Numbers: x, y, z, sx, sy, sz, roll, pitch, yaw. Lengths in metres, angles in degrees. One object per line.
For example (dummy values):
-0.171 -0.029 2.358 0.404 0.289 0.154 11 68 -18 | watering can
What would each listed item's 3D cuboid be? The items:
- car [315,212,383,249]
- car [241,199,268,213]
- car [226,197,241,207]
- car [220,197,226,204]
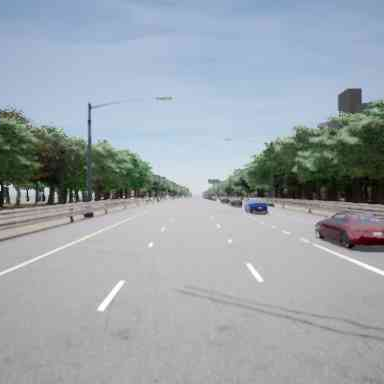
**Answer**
7.059 1.568 14.689 1.994 1.385 4.181 0 0 -1 | car
7.025 1.496 36.747 1.882 1.535 5.008 0 0 0 | car
7.079 1.619 53.865 1.812 1.442 4.674 0 0 0 | car
7.181 1.798 73.460 1.812 1.442 4.674 0 -1 0 | car
